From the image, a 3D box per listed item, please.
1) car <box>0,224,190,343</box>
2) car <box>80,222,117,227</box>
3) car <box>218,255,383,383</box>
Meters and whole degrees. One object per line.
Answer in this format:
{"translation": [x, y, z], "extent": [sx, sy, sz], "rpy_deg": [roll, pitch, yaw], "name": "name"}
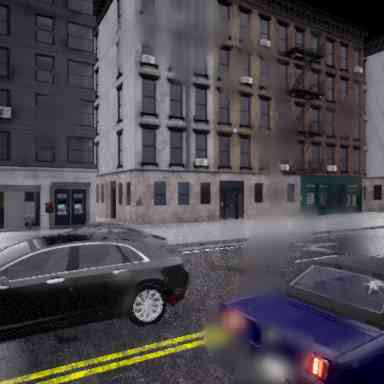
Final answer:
{"translation": [-2.383, 1.506, 5.645], "extent": [4.892, 1.490, 1.837], "rpy_deg": [0, 0, -30], "name": "car"}
{"translation": [-2.673, 1.566, 9.230], "extent": [4.181, 1.385, 1.994], "rpy_deg": [0, 0, -30], "name": "car"}
{"translation": [2.804, 1.601, 4.651], "extent": [4.718, 1.301, 1.895], "rpy_deg": [0, 0, -30], "name": "car"}
